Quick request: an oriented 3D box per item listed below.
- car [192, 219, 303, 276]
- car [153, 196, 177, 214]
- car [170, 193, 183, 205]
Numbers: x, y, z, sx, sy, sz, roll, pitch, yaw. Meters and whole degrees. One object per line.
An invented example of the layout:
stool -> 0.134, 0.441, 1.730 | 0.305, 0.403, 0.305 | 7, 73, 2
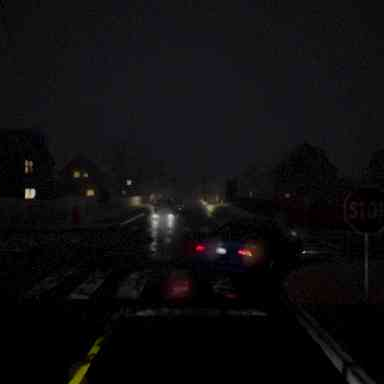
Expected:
car -> 2.003, 1.552, 10.426 | 2.033, 1.411, 5.357 | 0, -1, 31
car -> -2.854, 1.454, 34.594 | 1.837, 1.490, 4.892 | 0, 0, 0
car -> -2.807, 1.184, 56.862 | 2.150, 2.045, 5.566 | 0, 0, 1
